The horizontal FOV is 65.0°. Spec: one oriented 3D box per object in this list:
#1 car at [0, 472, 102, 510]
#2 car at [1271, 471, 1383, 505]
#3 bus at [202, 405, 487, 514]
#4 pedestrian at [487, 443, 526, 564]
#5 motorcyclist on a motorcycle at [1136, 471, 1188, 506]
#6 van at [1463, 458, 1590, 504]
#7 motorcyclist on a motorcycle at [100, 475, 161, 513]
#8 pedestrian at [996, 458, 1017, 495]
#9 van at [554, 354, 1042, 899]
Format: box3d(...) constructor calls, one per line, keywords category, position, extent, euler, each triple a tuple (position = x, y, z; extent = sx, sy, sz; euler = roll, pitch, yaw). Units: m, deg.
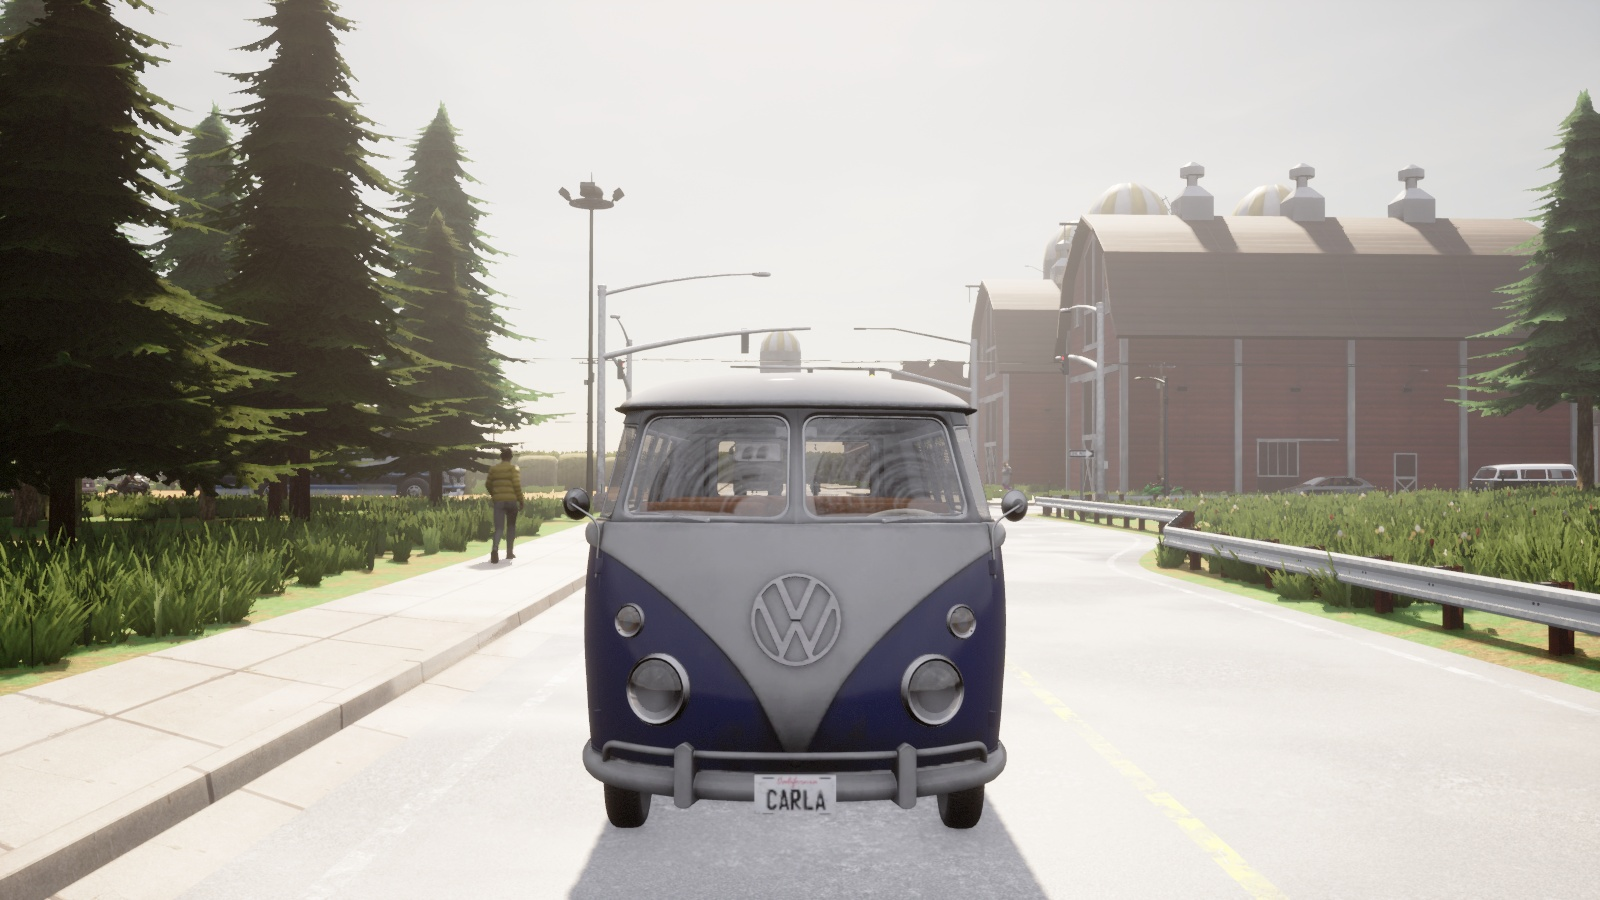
box3d(category="car", position=(-32.903, 1.787, 54.674), extent=(3.988, 1.617, 1.851), euler=(0, -1, -1))
box3d(category="car", position=(23.452, 1.699, 55.983), extent=(4.193, 1.474, 1.816), euler=(0, -1, -1))
box3d(category="bus", position=(-18.437, 0.402, 51.531), extent=(10.273, 4.253, 3.944), euler=(0, -1, -1))
box3d(category="pedestrian", position=(-4.551, 0.821, 19.484), extent=(0.431, 1.840, 0.709), euler=(0, -1, 1))
box3d(category="motorcyclist on a motorcycle", position=(16.080, 1.694, 55.812), extent=(2.044, 1.523, 0.797), euler=(0, -1, -1))
box3d(category="van", position=(32.474, 1.376, 56.197), extent=(4.480, 2.038, 2.069), euler=(0, -1, -1))
box3d(category="motorcyclist on a motorcycle", position=(-27.342, 1.792, 51.301), extent=(2.044, 1.523, 0.797), euler=(0, -1, -1))
box3d(category="pedestrian", position=(10.985, 1.428, 66.841), extent=(0.873, 1.952, 0.659), euler=(0, -1, -20))
box3d(category="van", position=(-0.024, 0.681, 6.802), extent=(1.775, 1.987, 4.442), euler=(0, -1, 0))
